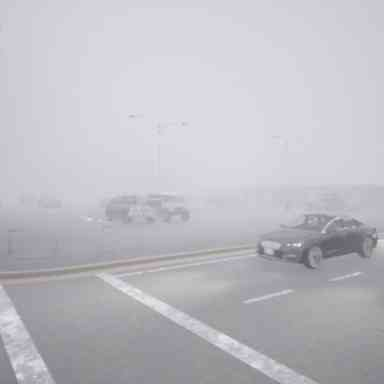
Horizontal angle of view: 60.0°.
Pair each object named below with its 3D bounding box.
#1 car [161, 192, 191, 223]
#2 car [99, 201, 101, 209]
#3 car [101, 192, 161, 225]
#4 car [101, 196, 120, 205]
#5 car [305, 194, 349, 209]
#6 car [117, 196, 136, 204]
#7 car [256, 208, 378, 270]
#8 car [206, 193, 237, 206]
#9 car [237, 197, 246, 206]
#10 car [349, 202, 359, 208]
[{"bbox_3d":[-1.844,1.152,24.212,1.905,1.878,3.866,0,0,-35],"label":"car"},{"bbox_3d":[-9.693,1.385,40.049,1.970,1.475,3.806,0,0,-35],"label":"car"},{"bbox_3d":[-4.241,1.148,22.589,1.932,1.855,4.605,0,0,-35],"label":"car"},{"bbox_3d":[-13.675,1.380,55.717,1.970,1.475,3.806,0,0,-35],"label":"car"},{"bbox_3d":[14.177,1.159,35.545,1.905,1.878,3.866,0,0,-35],"label":"car"},{"bbox_3d":[-11.308,1.350,57.384,1.784,1.438,3.905,0,0,-35],"label":"car"},{"bbox_3d":[4.299,1.492,11.181,4.902,1.511,2.128,0,0,-34],"label":"car"},{"bbox_3d":[4.069,1.149,49.855,1.932,1.855,4.605,0,0,-35],"label":"car"},{"bbox_3d":[6.474,1.361,51.471,1.784,1.438,3.905,0,0,-35],"label":"car"},{"bbox_3d":[16.550,1.400,37.203,1.970,1.475,3.806,0,0,-35],"label":"car"}]
